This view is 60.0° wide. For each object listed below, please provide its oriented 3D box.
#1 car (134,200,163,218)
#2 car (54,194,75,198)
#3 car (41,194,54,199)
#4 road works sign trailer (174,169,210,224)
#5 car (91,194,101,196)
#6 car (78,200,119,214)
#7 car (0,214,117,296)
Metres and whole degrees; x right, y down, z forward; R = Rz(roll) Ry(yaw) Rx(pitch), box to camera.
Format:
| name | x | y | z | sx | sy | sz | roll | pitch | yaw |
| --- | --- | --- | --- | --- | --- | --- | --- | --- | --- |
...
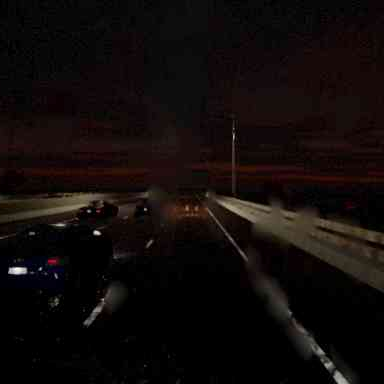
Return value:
| name | x | y | z | sx | sy | sz | roll | pitch | yaw |
| --- | --- | --- | --- | --- | --- | --- | --- | --- | --- |
| car | -3.395 | 1.312 | 26.779 | 2.033 | 1.411 | 5.357 | 0 | 1 | 0 |
| car | -21.028 | 1.095 | 56.220 | 1.895 | 1.301 | 4.718 | 0 | 1 | 1 |
| car | -24.505 | 1.021 | 58.452 | 2.033 | 1.411 | 5.357 | 0 | 1 | 0 |
| road works sign trailer | 0.003 | 0.270 | 22.172 | 2.380 | 3.560 | 2.880 | 0 | 1 | 0 |
| car | -17.509 | 1.054 | 60.677 | 1.895 | 1.301 | 4.718 | 0 | 1 | 0 |
| car | -6.895 | 1.329 | 24.787 | 2.033 | 1.411 | 5.357 | 0 | 1 | 0 |
| car | -3.398 | 1.490 | 8.500 | 1.994 | 1.385 | 4.181 | 0 | 0 | 0 |
